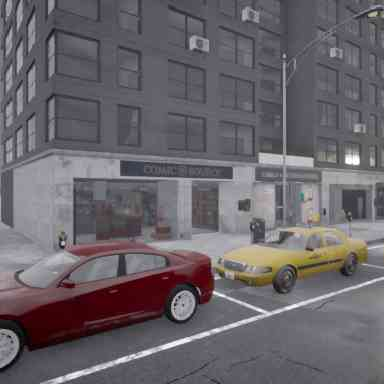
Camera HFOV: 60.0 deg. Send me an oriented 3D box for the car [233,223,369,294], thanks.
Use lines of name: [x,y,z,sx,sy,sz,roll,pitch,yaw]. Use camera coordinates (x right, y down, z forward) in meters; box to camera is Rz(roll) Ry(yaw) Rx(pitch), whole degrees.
car: [2.791,1.525,8.768,4.829,1.417,1.752,0,0,-36]

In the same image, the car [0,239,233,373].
car: [-1.682,1.545,5.569,4.507,1.381,1.887,0,0,-36]
